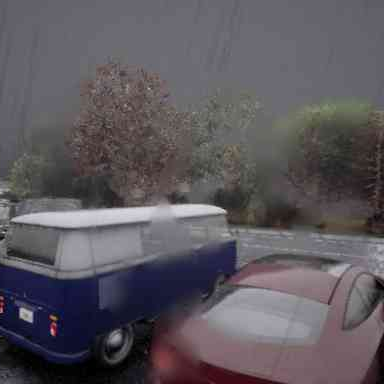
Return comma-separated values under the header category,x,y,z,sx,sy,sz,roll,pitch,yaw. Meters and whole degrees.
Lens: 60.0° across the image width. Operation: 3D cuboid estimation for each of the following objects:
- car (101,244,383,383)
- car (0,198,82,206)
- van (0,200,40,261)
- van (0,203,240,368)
category,x,y,z,sx,sy,sz,roll,pitch,yaw
car,1.428,1.517,4.126,2.002,1.452,4.674,0,0,36
car,-5.352,1.217,8.935,2.435,2.045,5.566,-1,-1,36
van,-7.527,1.279,10.665,1.878,1.987,4.442,-1,-1,36
van,-0.762,1.243,5.836,1.878,1.987,4.442,0,0,36
